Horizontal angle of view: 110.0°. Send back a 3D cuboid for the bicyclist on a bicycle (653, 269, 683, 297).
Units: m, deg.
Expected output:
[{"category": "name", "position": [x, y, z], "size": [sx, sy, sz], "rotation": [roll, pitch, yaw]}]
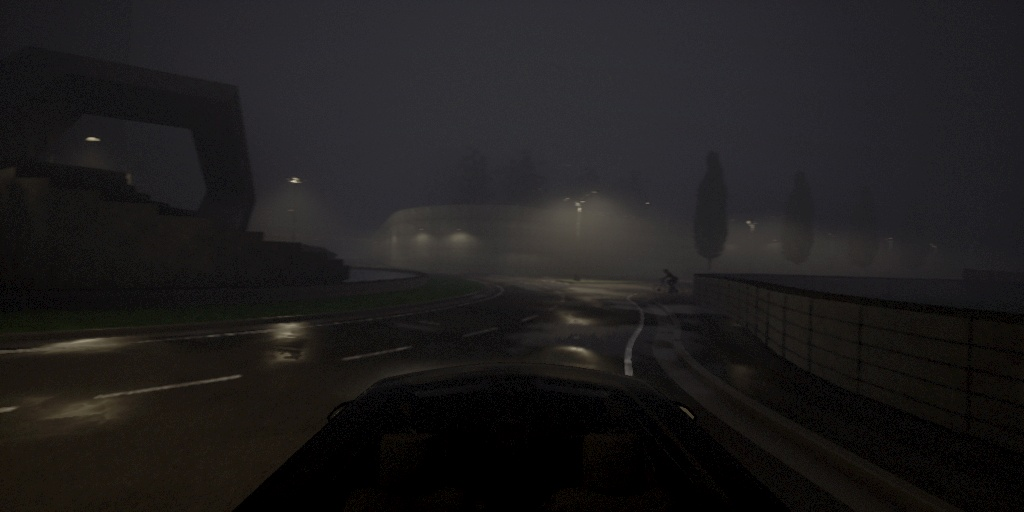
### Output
[{"category": "bicyclist on a bicycle", "position": [9.230, 1.582, 21.178], "size": [1.656, 1.620, 0.582], "rotation": [2, -1, 33]}]
